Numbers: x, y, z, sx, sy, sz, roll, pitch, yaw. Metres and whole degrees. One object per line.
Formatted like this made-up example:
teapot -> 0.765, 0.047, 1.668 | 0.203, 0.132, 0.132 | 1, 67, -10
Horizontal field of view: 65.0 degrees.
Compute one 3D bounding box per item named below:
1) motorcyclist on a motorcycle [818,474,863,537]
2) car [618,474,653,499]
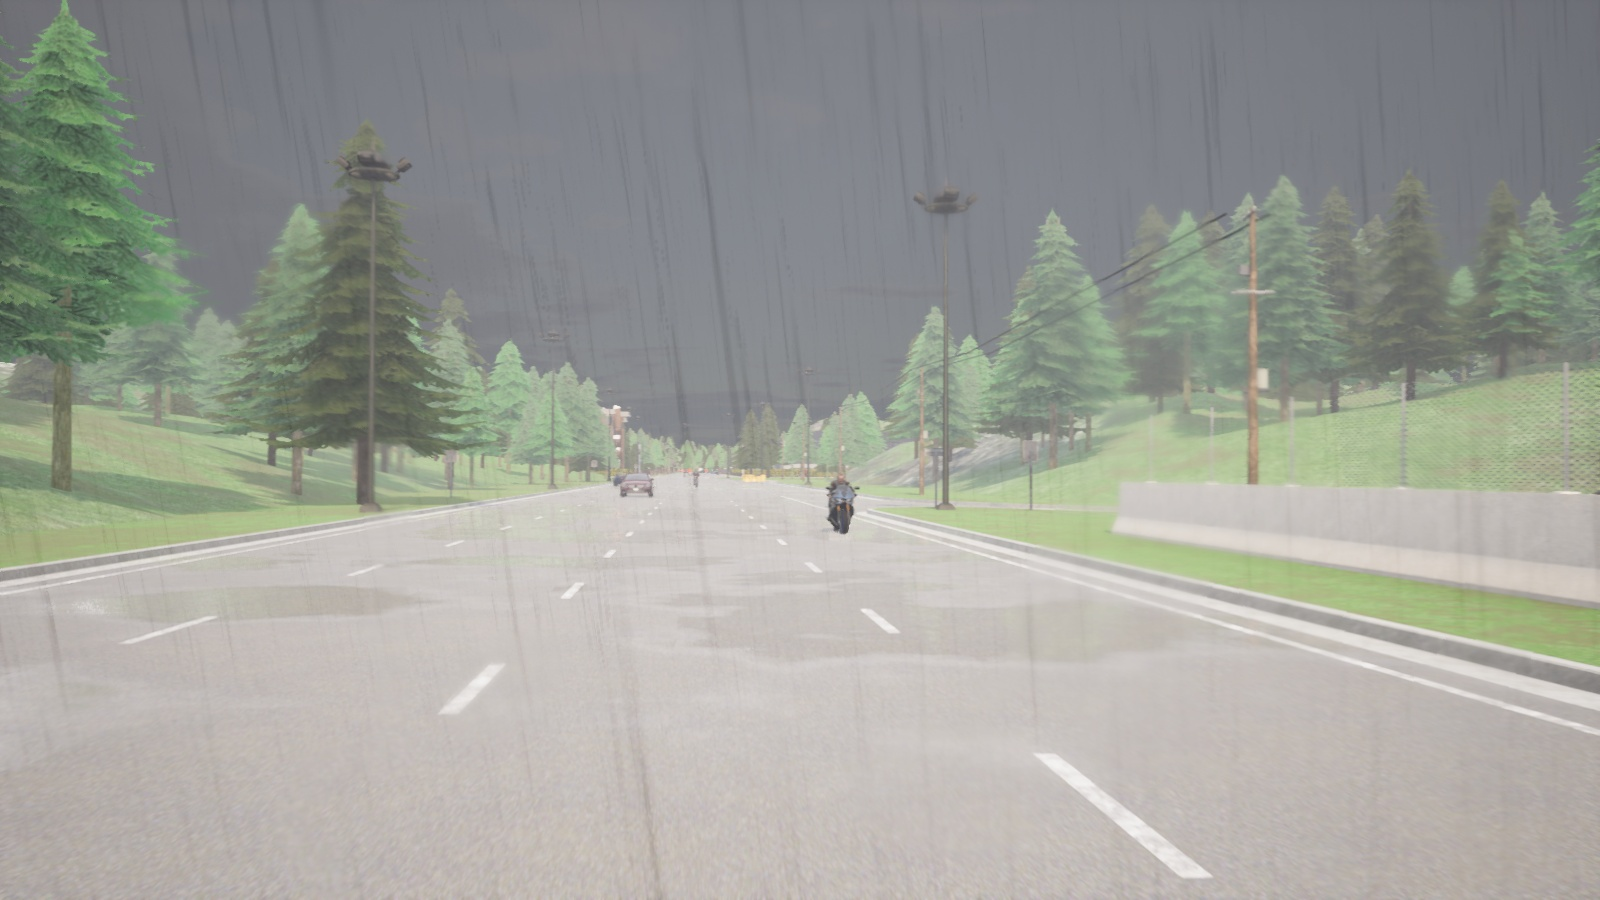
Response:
motorcyclist on a motorcycle -> 0.999, 1.374, 31.594 | 0.866, 1.530, 2.191 | 0, -1, -5
car -> -9.714, 2.133, 74.471 | 1.812, 1.442, 4.674 | 0, -1, -5
